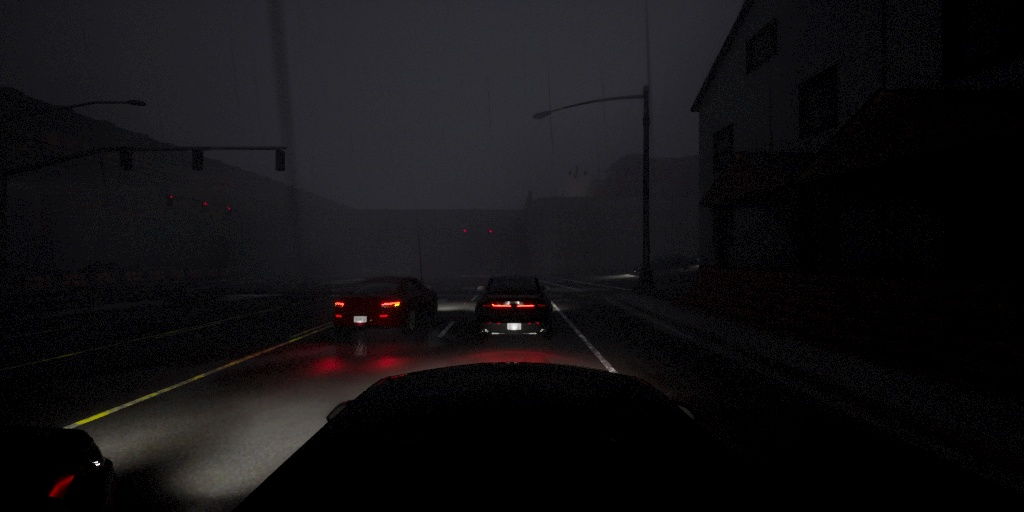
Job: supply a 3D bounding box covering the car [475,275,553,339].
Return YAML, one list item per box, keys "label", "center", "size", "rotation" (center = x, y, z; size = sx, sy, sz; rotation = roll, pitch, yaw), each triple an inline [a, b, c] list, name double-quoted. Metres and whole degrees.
- label: "car"
  center: [0.042, 1.255, 10.055]
  size: [1.837, 1.490, 4.892]
  rotation: [0, 0, 0]

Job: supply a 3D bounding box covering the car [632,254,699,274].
- label: "car"
  center: [13.025, 0.603, 30.447]
  size: [5.357, 1.411, 2.033]
  rotation: [-7, 0, -1]

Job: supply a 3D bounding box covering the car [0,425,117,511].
- label: "car"
  center: [-3.401, 1.255, 0.187]
  size: [1.837, 1.490, 4.892]
  rotation: [0, 0, 0]

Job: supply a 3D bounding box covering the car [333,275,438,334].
- label: "car"
  center: [-3.454, 1.276, 10.470]
  size: [1.812, 1.442, 4.674]
  rotation: [0, 0, 0]
